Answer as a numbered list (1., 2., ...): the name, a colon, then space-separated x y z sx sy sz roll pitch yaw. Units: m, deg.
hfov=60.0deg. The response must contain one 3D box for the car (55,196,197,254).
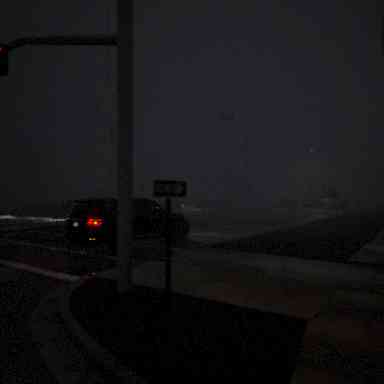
1. car: -2.484 1.257 14.011 2.150 2.045 5.566 -1 -1 39

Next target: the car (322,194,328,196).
1. car: 22.538 1.382 54.522 2.150 2.045 5.566 0 0 36

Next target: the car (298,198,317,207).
1. car: 19.674 1.728 56.533 1.994 1.385 4.181 0 0 36

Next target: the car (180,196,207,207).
1. car: 0.281 1.497 55.310 2.097 1.767 4.553 0 0 36

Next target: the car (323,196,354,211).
1. car: 19.460 1.622 44.115 2.128 1.511 4.902 0 0 36

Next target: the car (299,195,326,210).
1. car: 16.796 1.626 46.402 2.128 1.511 4.902 0 0 36

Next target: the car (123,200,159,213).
1. car: -6.136 1.667 40.383 1.994 1.385 4.181 0 0 35

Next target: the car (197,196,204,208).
1. car: 0.928 1.622 50.235 2.128 1.511 4.902 0 0 36

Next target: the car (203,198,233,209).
1. car: 4.117 1.732 48.676 1.895 1.301 4.718 0 0 36

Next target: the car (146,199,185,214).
1. car: -2.984 1.605 38.765 1.837 1.490 4.892 0 0 36

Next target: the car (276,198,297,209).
1. car: 13.736 1.642 48.147 1.837 1.490 4.892 0 0 36

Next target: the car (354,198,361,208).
1. car: 25.367 1.635 52.460 1.882 1.535 5.008 0 0 36

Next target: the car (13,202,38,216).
1. car: -15.508 1.642 33.305 1.994 1.385 4.181 0 0 35

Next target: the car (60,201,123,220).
1. car: -9.011 1.622 30.366 2.033 1.411 5.357 0 0 36

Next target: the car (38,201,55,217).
1. car: -11.965 1.603 32.245 1.812 1.442 4.674 0 0 36

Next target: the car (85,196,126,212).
1. car: -10.437 1.452 40.389 2.097 1.767 4.553 0 0 36
